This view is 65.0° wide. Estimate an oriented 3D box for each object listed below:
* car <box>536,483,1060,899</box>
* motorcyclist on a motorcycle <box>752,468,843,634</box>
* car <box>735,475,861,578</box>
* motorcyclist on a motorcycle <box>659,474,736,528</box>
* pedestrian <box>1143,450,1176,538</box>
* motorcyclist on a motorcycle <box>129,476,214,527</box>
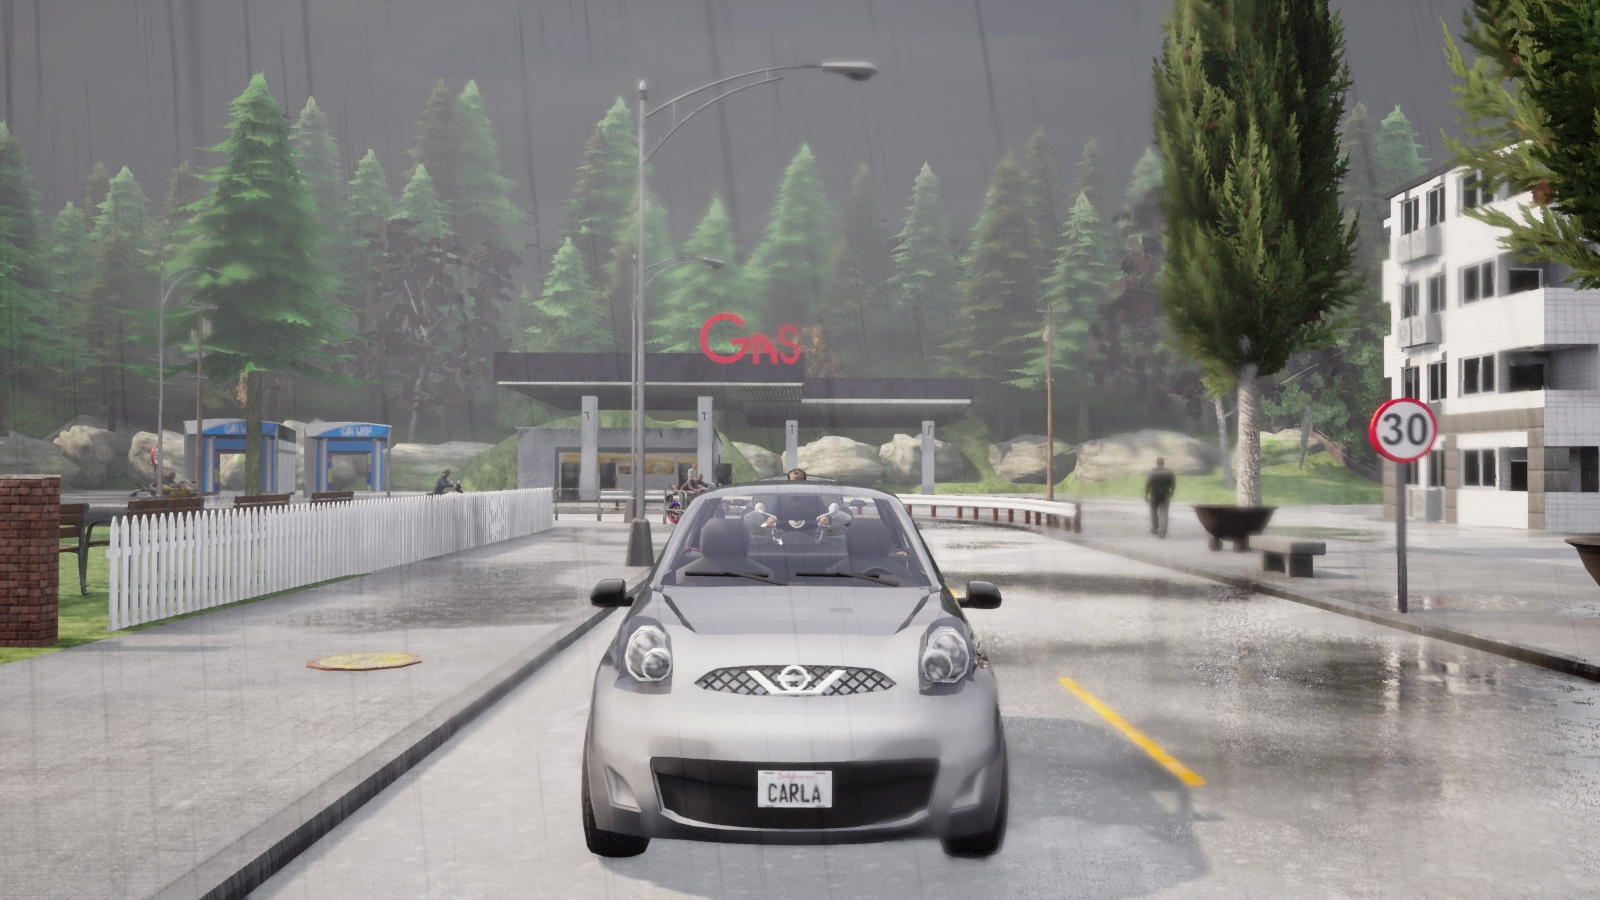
[{"bbox_3d":[-0.011,0.933,6.254,1.845,1.501,3.633,0,-1,0],"label":"car"},{"bbox_3d":[-0.025,0.986,12.971,0.866,1.590,1.817,0,-1,0],"label":"motorcyclist on a motorcycle"},{"bbox_3d":[-0.031,1.168,20.811,1.837,1.490,4.892,0,-1,0],"label":"car"},{"bbox_3d":[-2.997,1.477,36.634,2.191,1.530,0.866,-1,-1,36],"label":"motorcyclist on a motorcycle"},{"bbox_3d":[7.871,0.954,27.514,0.563,1.883,0.849,0,-1,7],"label":"pedestrian"},{"bbox_3d":[-19.406,1.577,38.796,2.191,1.530,0.866,0,-1,0],"label":"motorcyclist on a motorcycle"}]
